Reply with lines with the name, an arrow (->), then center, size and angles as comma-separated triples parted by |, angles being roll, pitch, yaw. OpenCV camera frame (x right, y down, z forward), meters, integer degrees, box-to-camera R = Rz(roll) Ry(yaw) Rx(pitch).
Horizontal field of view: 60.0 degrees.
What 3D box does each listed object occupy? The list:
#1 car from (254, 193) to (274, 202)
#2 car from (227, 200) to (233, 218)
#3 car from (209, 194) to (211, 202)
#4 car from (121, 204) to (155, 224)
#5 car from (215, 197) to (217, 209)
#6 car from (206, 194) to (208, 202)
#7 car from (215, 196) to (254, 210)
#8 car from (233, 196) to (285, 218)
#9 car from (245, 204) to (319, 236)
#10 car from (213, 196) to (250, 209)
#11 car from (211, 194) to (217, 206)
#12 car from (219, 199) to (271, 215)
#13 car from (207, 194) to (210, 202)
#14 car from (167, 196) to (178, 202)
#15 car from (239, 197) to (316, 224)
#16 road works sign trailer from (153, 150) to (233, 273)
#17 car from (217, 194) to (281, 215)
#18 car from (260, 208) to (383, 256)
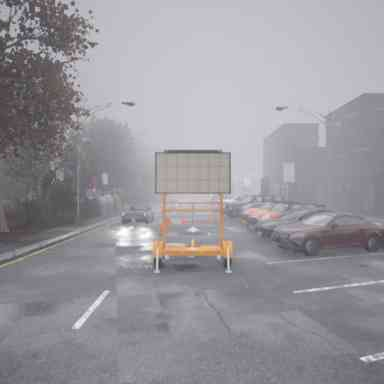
car -> 18.635, 1.443, 85.965 | 2.435, 2.045, 5.566 | 0, 0, -21
car -> 5.389, 1.532, 24.946 | 4.674, 1.452, 2.002 | 1, 0, -20
car -> 5.580, 1.434, 51.972 | 4.553, 1.767, 2.185 | 1, 0, -20
car -> -3.933, 1.607, 24.636 | 1.895, 1.301, 4.718 | 0, 0, 0
car -> 5.254, 1.496, 30.882 | 5.366, 1.575, 1.946 | 1, 0, -20
car -> 5.620, 1.375, 70.013 | 5.566, 2.045, 2.435 | 1, 0, -20
car -> 5.468, 1.404, 42.954 | 4.553, 1.767, 2.185 | 1, 0, -20
car -> 5.409, 1.364, 21.949 | 4.553, 1.767, 2.185 | 1, 0, -20
car -> 5.319, 1.514, 15.928 | 4.792, 1.488, 2.163 | 1, 0, -20
car -> 5.485, 1.413, 45.956 | 4.553, 1.767, 2.185 | 1, 0, -20
car -> 5.441, 1.262, 36.941 | 5.566, 2.045, 2.435 | 1, 0, -20
car -> 5.417, 1.537, 33.939 | 4.792, 1.488, 2.163 | 1, 0, -20
car -> 5.552, 1.570, 54.975 | 5.008, 1.535, 2.097 | 1, 0, -20
car -> -3.844, 1.494, 66.727 | 2.097, 1.767, 4.553 | 0, 0, 1
car -> 5.394, 1.362, 18.948 | 4.553, 1.767, 2.185 | 1, 0, -20
road works sign trailer -> 0.028, 0.463, 10.678 | 2.380, 3.560, 2.880 | 0, 0, 0
car -> 5.400, 1.245, 27.924 | 5.566, 2.045, 2.435 | 1, 0, -20
car -> 5.337, 1.525, 12.936 | 4.674, 1.452, 2.002 | 1, 0, -20
